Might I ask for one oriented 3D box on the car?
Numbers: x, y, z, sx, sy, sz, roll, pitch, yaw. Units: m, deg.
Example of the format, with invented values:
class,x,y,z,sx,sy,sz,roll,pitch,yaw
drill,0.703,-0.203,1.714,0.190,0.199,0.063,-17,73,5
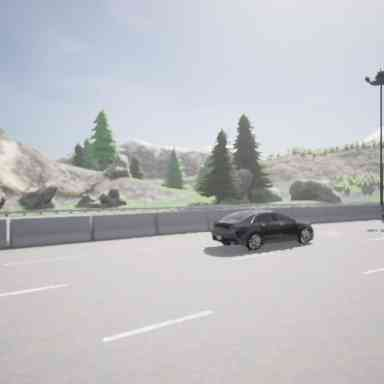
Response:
class,x,y,z,sx,sy,sz,roll,pitch,yaw
car,3.087,1.500,14.065,4.892,1.490,1.837,0,0,-32
